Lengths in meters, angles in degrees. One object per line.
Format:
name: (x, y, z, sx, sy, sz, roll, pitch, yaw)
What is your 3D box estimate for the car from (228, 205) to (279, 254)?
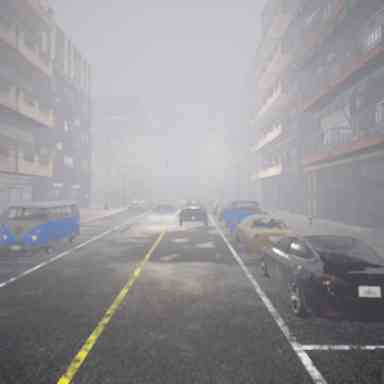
car: (2.675, 1.446, 12.918, 1.752, 1.417, 4.829, 1, 0, 0)

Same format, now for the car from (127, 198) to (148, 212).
car: (-5.753, 1.329, 35.503, 2.008, 1.369, 4.403, 1, 0, 0)

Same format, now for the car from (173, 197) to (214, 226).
car: (0.105, 1.353, 22.337, 2.128, 1.511, 4.902, 0, 0, 0)

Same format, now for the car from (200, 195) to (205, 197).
car: (0.125, 1.325, 38.288, 1.994, 1.385, 4.181, 0, 0, 0)

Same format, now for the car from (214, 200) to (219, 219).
car: (2.679, 1.433, 24.090, 1.802, 1.307, 4.206, 1, 0, 0)

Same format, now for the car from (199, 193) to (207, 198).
car: (3.018, 0.976, 90.469, 2.008, 1.369, 4.403, 1, 0, 0)

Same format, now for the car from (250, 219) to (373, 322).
car: (2.672, 1.522, 7.078, 1.947, 1.339, 4.313, 1, 0, 0)

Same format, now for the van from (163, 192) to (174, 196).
van: (-5.550, 0.876, 73.546, 1.690, 1.788, 3.998, 1, 0, 0)

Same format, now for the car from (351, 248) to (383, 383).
car: (2.671, 1.431, 1.407, 1.967, 1.590, 4.097, 1, 0, 0)

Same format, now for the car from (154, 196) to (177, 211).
car: (-2.983, 1.395, 36.169, 1.895, 1.301, 4.718, 0, 0, 0)

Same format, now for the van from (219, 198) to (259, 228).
van: (2.680, 1.227, 18.417, 1.690, 1.788, 3.998, 1, 0, 0)

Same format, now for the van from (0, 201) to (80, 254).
van: (-5.669, 1.261, 12.823, 1.690, 1.788, 3.998, 1, 0, 0)

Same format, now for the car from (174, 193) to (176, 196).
car: (-5.439, 1.064, 79.210, 1.947, 1.339, 4.313, 1, 0, 0)

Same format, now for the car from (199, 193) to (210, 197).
car: (2.998, 1.096, 71.882, 2.008, 1.369, 4.403, 1, 0, 0)
